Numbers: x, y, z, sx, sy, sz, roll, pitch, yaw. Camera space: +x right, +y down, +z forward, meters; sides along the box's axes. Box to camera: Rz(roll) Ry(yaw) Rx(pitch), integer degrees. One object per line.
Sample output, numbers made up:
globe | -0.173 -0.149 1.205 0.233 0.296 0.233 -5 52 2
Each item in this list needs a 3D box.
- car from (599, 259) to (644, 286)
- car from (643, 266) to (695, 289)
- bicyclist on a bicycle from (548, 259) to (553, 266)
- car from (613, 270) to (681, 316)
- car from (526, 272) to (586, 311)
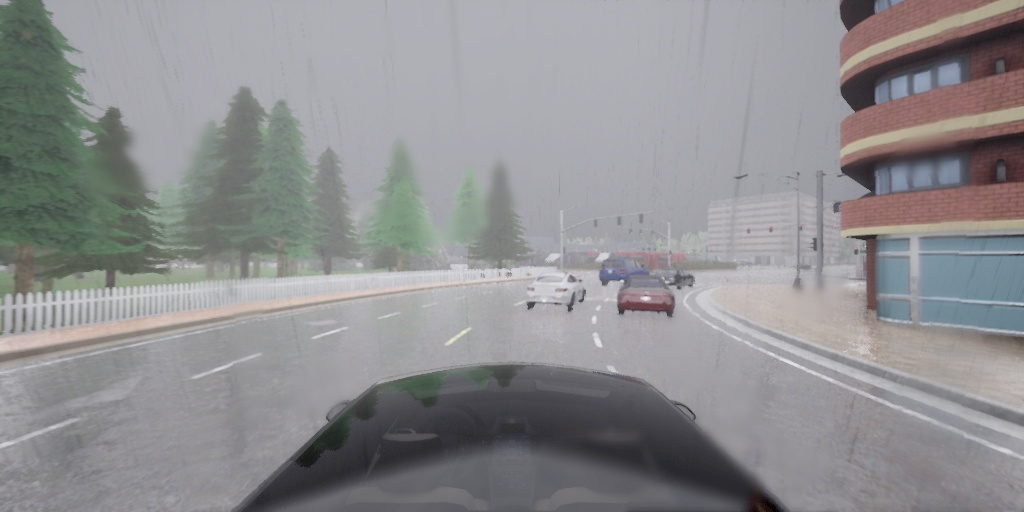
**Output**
car | 8.659 1.226 27.531 2.150 2.045 5.566 0 -1 39
car | 11.360 1.545 25.303 2.033 1.411 5.357 0 -1 39
bicyclist on a bicycle | 6.790 1.435 63.069 0.582 1.656 1.620 -32 22 21
car | 5.232 1.443 14.160 1.994 1.385 4.181 0 -1 19
car | 1.948 1.405 15.355 1.812 1.442 4.674 0 0 19
